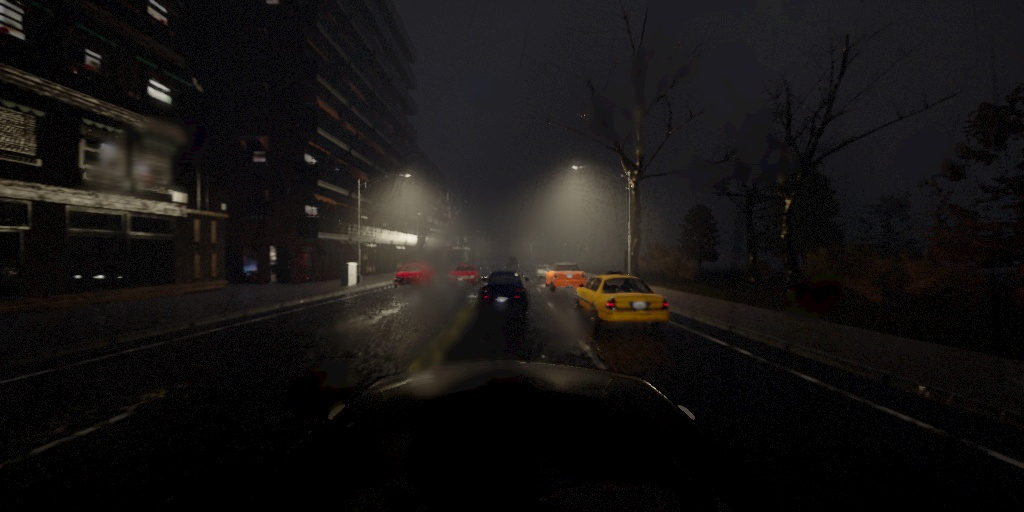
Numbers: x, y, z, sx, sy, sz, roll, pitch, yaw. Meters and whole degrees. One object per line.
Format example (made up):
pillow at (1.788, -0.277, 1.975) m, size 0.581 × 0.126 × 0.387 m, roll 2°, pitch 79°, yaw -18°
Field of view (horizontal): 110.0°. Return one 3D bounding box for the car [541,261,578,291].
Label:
car at (3.257, 1.170, 22.486) m, size 2.097 × 1.767 × 4.553 m, roll 0°, pitch 0°, yaw 0°

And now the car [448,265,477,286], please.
car at (-3.337, 1.356, 26.075) m, size 1.812 × 1.442 × 4.674 m, roll 0°, pitch 0°, yaw 0°

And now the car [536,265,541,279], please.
car at (3.261, 1.454, 33.546) m, size 1.895 × 1.301 × 4.718 m, roll 0°, pitch 0°, yaw 0°

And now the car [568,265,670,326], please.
car at (3.253, 1.239, 11.705) m, size 1.801 × 1.575 × 5.366 m, roll 0°, pitch 0°, yaw 0°

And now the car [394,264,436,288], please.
car at (-6.588, 1.303, 24.715) m, size 1.882 × 1.535 × 5.008 m, roll 0°, pitch 0°, yaw 0°

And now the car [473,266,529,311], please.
car at (-0.284, 1.318, 14.620) m, size 1.812 × 1.442 × 4.674 m, roll 0°, pitch 0°, yaw 2°
